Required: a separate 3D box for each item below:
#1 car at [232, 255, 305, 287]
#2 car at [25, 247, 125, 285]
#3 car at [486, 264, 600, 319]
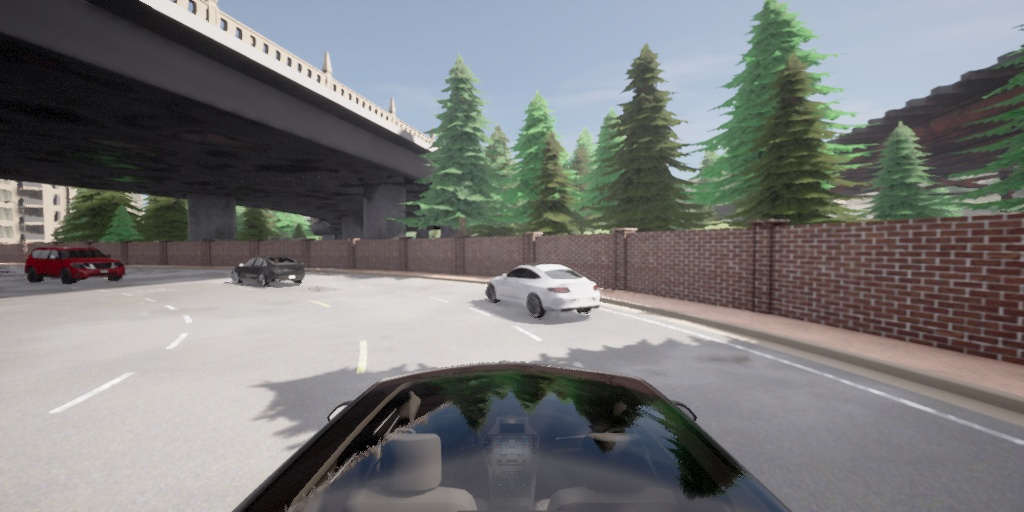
[{"bbox_3d":[-13.183,0.763,19.373,4.892,1.490,1.837,1,2,31],"label":"car"},{"bbox_3d":[-25.448,0.499,20.866,5.566,2.045,2.150,0,2,17],"label":"car"},{"bbox_3d":[0.803,0.960,11.372,1.812,1.442,4.674,-1,2,-28],"label":"car"}]
